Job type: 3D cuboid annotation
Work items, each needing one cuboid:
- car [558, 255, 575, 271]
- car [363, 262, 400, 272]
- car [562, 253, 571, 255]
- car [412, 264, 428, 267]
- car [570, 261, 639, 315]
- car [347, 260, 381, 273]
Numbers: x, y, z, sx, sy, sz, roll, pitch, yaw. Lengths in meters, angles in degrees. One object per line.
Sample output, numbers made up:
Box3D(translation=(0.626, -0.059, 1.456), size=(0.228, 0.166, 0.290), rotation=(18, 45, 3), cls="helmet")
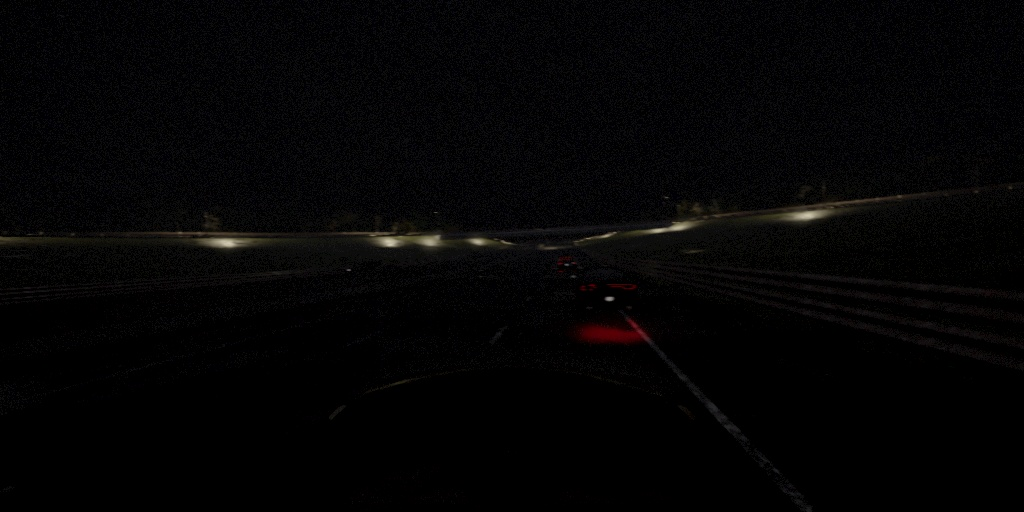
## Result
Box3D(translation=(6.378, 0.902, 41.564), size=(1.994, 1.385, 4.181), rotation=(-2, 1, 9), cls="car")
Box3D(translation=(-14.893, 1.763, 42.201), size=(2.128, 1.511, 4.902), rotation=(-2, 1, 9), cls="car")
Box3D(translation=(8.314, 0.374, 54.750), size=(2.097, 1.767, 4.553), rotation=(-2, 1, 9), cls="car")
Box3D(translation=(-11.120, 1.653, 43.651), size=(1.994, 1.385, 4.181), rotation=(-2, 1, 9), cls="car")
Box3D(translation=(3.201, 1.075, 12.899), size=(1.882, 1.535, 5.008), rotation=(-2, 0, 9), cls="car")
Box3D(translation=(-18.058, 1.600, 44.601), size=(2.150, 2.045, 5.566), rotation=(-2, 1, 9), cls="car")
